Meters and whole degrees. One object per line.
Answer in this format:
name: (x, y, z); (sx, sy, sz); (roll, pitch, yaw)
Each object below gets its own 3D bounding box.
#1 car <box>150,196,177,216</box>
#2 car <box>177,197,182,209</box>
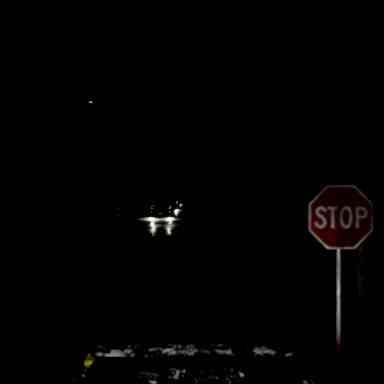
car: (-2.852, 1.387, 32.347); (2.097, 1.767, 4.553); (0, 0, 0)
car: (-2.848, 1.417, 46.631); (2.097, 1.767, 4.553); (0, 0, 0)
